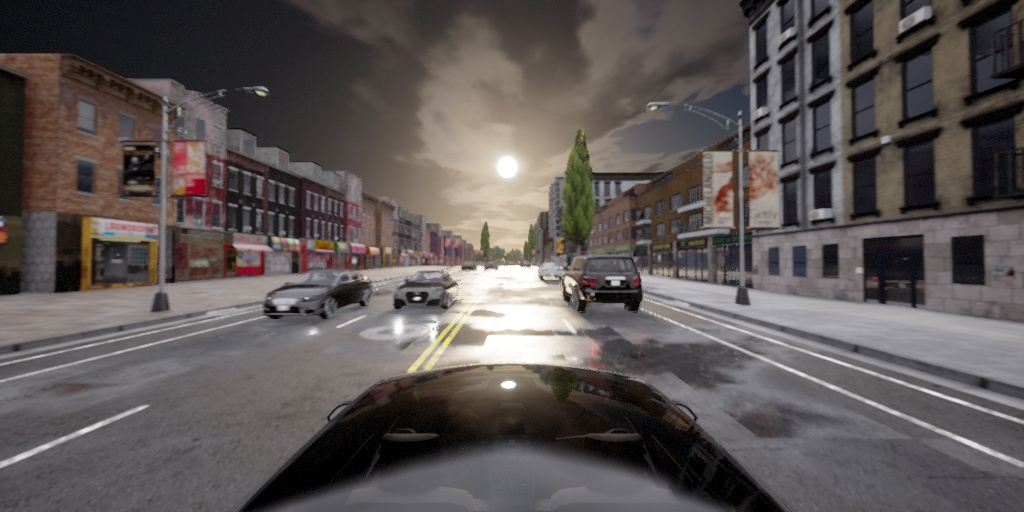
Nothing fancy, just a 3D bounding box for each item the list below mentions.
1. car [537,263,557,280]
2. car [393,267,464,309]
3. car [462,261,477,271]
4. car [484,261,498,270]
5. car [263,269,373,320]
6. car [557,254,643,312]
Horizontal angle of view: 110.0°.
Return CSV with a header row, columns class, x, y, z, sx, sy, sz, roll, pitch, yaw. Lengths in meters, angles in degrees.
class,x,y,z,sx,sy,sz,roll,pitch,yaw
car,3.344,1.320,31.993,1.812,1.442,4.674,0,0,0
car,-3.353,1.308,14.645,1.994,1.385,4.181,0,0,0
car,-6.558,1.517,55.330,2.033,1.411,5.357,0,-1,1
car,-3.309,1.549,57.020,1.994,1.385,4.181,0,0,0
car,-6.602,1.234,12.791,2.128,1.511,4.902,0,0,0
car,3.346,0.966,14.270,2.150,2.045,5.566,0,0,0
